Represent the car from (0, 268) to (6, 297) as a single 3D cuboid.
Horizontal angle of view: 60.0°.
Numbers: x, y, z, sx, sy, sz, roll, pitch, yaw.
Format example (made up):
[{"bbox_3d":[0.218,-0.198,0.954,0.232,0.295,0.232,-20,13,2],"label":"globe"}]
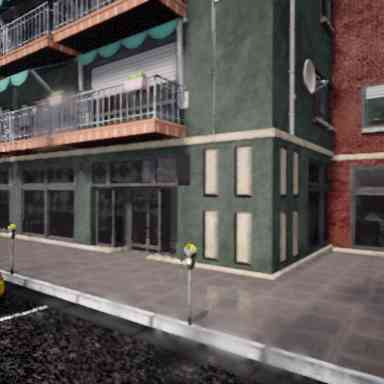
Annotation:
[{"bbox_3d":[-5.766,1.518,6.992,4.829,1.417,1.752,0,0,36],"label":"car"}]
